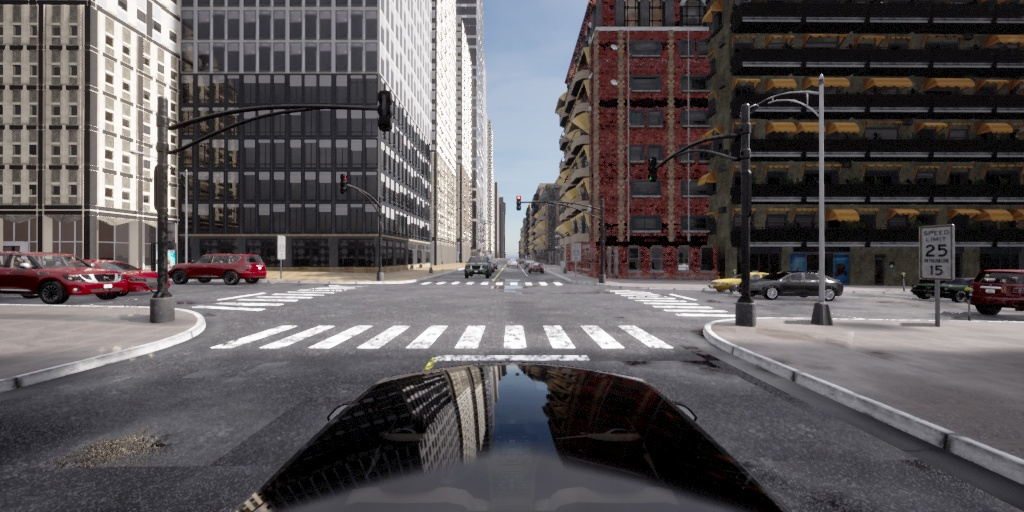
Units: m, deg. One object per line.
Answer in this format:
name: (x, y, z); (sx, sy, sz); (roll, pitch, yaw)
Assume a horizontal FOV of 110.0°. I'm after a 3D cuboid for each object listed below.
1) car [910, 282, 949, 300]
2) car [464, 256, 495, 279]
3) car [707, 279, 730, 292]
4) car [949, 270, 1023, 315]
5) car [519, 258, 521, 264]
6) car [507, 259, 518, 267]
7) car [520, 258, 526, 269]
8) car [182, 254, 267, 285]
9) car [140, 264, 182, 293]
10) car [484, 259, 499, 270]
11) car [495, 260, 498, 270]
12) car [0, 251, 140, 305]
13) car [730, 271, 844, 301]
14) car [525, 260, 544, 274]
car: (24.797, 1.837, 19.461); (4.718, 1.301, 1.895); (1, 0, 0)
car: (-3.085, 0.977, 33.574); (2.150, 2.045, 5.566); (0, 0, 0)
car: (14.640, 1.587, 21.968); (4.829, 1.417, 1.751); (0, 0, 0)
car: (20.604, 1.461, 13.669); (5.009, 1.841, 2.192); (0, 0, 0)
car: (2.719, 1.321, 60.236); (2.007, 1.370, 4.403); (0, 0, 0)
car: (0.136, 1.299, 64.877); (1.812, 1.442, 4.674); (0, 0, 0)
car: (2.715, 1.317, 54.588); (2.007, 1.370, 4.403); (0, 0, 0)
car: (-17.701, 0.776, 21.701); (5.009, 1.841, 2.192); (0, 0, 0)
car: (-18.154, 0.916, 15.908); (5.008, 1.535, 1.882); (1, 0, 0)
car: (-3.064, 1.244, 53.921); (1.882, 1.535, 5.008); (0, 0, 0)
car: (-3.073, 1.286, 43.648); (1.812, 1.442, 4.674); (0, 0, 0)
car: (-17.570, 0.757, 13.321); (5.009, 1.841, 2.192); (0, 0, 0)
car: (14.922, 1.562, 19.350); (4.892, 1.490, 1.837); (1, 0, 2)
car: (2.760, 1.341, 41.671); (1.802, 1.307, 4.207); (0, 0, 0)
